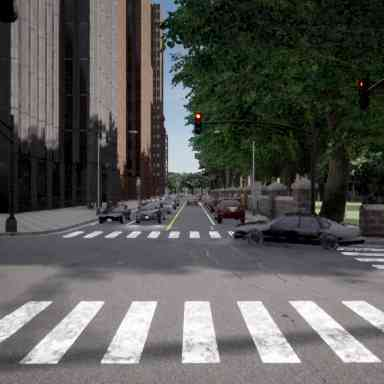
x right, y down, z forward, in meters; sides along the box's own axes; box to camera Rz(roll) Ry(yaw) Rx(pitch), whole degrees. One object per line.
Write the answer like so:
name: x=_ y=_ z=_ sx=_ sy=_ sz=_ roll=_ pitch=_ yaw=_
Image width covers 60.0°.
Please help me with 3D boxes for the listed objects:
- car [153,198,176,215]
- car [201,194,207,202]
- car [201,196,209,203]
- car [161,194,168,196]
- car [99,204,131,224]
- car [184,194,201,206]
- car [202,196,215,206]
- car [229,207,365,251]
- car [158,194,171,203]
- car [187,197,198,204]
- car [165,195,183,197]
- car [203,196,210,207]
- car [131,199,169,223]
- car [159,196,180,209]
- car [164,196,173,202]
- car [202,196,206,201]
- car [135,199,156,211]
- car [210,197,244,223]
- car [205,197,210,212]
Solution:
car: x=-3.056 y=1.621 z=34.751 sx=1.895 sy=1.301 sz=4.718 roll=0 pitch=0 yaw=0
car: x=2.827 y=1.480 z=52.505 sx=1.967 sy=1.590 sz=4.097 roll=0 pitch=0 yaw=0
car: x=2.854 y=1.592 z=74.501 sx=1.752 sy=1.417 sz=4.829 roll=0 pitch=0 yaw=0
car: x=-5.685 y=1.634 z=63.423 sx=1.802 sy=1.307 sz=4.206 roll=0 pitch=0 yaw=0
car: x=-5.731 y=1.576 z=25.224 sx=1.947 sy=1.339 sz=4.313 roll=0 pitch=0 yaw=0
car: x=0.124 y=1.535 z=55.781 sx=2.128 sy=1.511 sz=4.902 roll=0 pitch=0 yaw=1
car: x=2.834 y=1.486 z=57.962 sx=1.967 sy=1.590 sz=4.097 roll=0 pitch=0 yaw=0
car: x=4.559 y=1.649 z=14.660 sx=5.357 sy=1.411 sz=2.033 roll=2 pitch=1 yaw=16
car: x=-5.678 y=1.374 z=68.881 sx=2.192 sy=1.841 sz=5.009 roll=0 pitch=0 yaw=0
car: x=0.081 y=1.619 z=65.761 sx=1.994 sy=1.385 sz=4.181 roll=0 pitch=0 yaw=0
car: x=-2.988 y=1.589 z=54.096 sx=2.033 sy=1.411 sz=5.357 roll=0 pitch=0 yaw=0
car: x=2.814 y=1.579 z=41.592 sx=2.008 sy=1.369 sz=4.403 roll=0 pitch=0 yaw=0
car: x=-3.075 y=1.516 z=25.496 sx=1.837 sy=1.490 sz=4.892 roll=0 pitch=0 yaw=1
car: x=-3.038 y=1.594 z=43.952 sx=1.994 sy=1.385 sz=4.181 roll=0 pitch=0 yaw=0
car: x=-5.665 y=1.619 z=79.794 sx=1.887 sy=1.381 sz=4.507 roll=0 pitch=0 yaw=0
car: x=2.820 y=1.585 z=47.049 sx=2.008 sy=1.369 sz=4.403 roll=0 pitch=0 yaw=0
car: x=-5.711 y=1.579 z=41.595 sx=2.008 sy=1.369 sz=4.403 roll=0 pitch=0 yaw=0
car: x=2.794 y=1.325 z=25.223 sx=2.192 sy=1.841 sz=5.009 roll=0 pitch=0 yaw=0
car: x=2.807 y=1.588 z=36.136 sx=1.947 sy=1.339 sz=4.313 roll=0 pitch=0 yaw=0
